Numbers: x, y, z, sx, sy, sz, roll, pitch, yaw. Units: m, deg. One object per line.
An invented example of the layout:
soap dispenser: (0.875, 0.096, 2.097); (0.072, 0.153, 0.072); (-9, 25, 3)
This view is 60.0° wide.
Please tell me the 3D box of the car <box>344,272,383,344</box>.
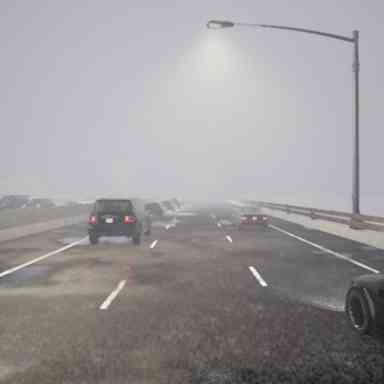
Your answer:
car: (3.615, 1.577, 4.061); (1.994, 1.385, 4.181); (0, 0, 0)

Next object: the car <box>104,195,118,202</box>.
car: (-19.168, 1.528, 79.145); (1.882, 1.535, 5.008); (0, 0, 3)

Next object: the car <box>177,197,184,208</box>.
car: (-2.724, 1.622, 51.029); (2.033, 1.649, 4.856); (0, 0, 2)

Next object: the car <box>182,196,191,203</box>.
car: (-1.423, 1.799, 83.907); (2.033, 1.649, 4.856); (0, 0, 3)

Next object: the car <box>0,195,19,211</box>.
car: (-20.645, 1.344, 38.272); (2.150, 2.045, 5.566); (0, 0, 2)

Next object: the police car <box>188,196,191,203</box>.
police car: (-1.926, 1.811, 72.950); (2.038, 1.542, 4.974); (0, 0, 2)

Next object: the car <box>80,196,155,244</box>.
car: (-3.308, 1.269, 16.090); (2.150, 2.045, 5.566); (0, 0, 0)

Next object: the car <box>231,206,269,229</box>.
car: (3.760, 1.623, 22.306); (2.033, 1.411, 5.357); (0, 0, 1)

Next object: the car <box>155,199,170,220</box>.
car: (-3.243, 1.603, 29.099); (1.837, 1.490, 4.892); (0, 0, 1)

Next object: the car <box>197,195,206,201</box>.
car: (2.524, 1.825, 92.923); (1.812, 1.442, 4.674); (0, 0, 3)

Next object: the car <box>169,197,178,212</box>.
car: (-3.018, 1.669, 40.064); (1.812, 1.442, 4.674); (0, 0, 1)

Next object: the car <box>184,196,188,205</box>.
car: (-2.359, 1.847, 62.020); (1.895, 1.301, 4.718); (0, 0, 2)

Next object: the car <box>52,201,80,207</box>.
car: (-13.658, 1.689, 37.511); (1.994, 1.385, 4.181); (0, 0, 1)

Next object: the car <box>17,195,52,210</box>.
car: (-17.162, 1.474, 37.375); (2.097, 1.767, 4.553); (0, 0, 1)
